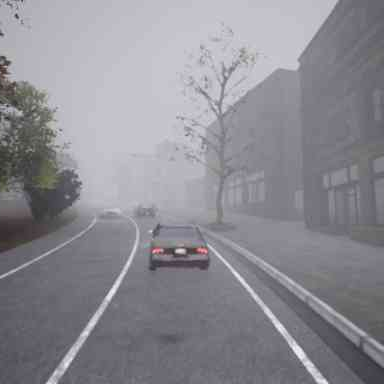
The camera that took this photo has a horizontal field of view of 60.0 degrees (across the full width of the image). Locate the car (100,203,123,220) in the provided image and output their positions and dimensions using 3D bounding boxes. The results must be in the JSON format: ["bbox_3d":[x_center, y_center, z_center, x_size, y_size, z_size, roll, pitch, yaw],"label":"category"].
[{"bbox_3d":[-7.883,1.857,32.461,1.812,1.442,4.674,2,-1,-16],"label":"car"}]

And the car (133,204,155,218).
[{"bbox_3d":[-5.021,1.972,34.889,1.812,1.442,4.674,2,-1,-16],"label":"car"}]

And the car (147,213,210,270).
[{"bbox_3d":[-0.536,1.685,11.530,2.033,1.411,5.357,1,-1,-5],"label":"car"}]
